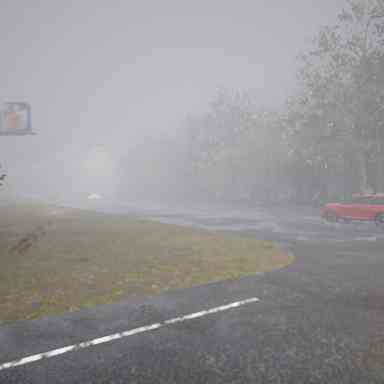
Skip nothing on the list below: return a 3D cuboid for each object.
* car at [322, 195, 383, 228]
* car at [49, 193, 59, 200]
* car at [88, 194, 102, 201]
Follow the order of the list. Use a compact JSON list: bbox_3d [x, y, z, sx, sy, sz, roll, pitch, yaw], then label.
[{"bbox_3d":[11.383,1.178,21.817,2.150,2.045,5.566,0,0,-35],"label":"car"},{"bbox_3d":[-31.736,1.020,76.408,2.033,1.411,5.357,0,0,-27],"label":"car"},{"bbox_3d":[-19.772,1.098,67.657,1.812,1.442,4.674,0,0,-34],"label":"car"}]
